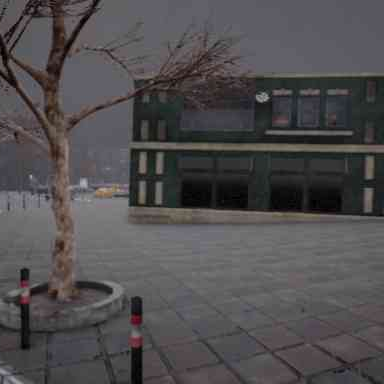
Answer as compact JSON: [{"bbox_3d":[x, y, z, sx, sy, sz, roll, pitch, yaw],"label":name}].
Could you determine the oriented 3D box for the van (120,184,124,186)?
[{"bbox_3d":[-19.008,-1.090,78.246,4.442,1.987,1.878,2,2,17],"label":"van"}]

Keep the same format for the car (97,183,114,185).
[{"bbox_3d":[-20.791,-0.990,73.026,5.566,2.045,2.435,2,2,17],"label":"car"}]

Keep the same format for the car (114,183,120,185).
[{"bbox_3d":[-19.771,-0.799,75.602,5.366,1.575,1.946,2,2,17],"label":"car"}]

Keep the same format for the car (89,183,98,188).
[{"bbox_3d":[-22.422,-0.605,67.767,4.892,1.521,2.231,2,2,17],"label":"car"}]

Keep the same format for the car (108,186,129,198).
[{"bbox_3d":[-10.735,0.251,53.250,2.033,1.411,5.357,2,2,18],"label":"car"}]

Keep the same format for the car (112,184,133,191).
[{"bbox_3d":[-17.506,-1.125,83.555,4.553,1.767,2.185,2,2,17],"label":"car"}]

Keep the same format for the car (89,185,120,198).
[{"bbox_3d":[-13.817,0.086,53.433,1.882,1.535,5.008,2,2,18],"label":"car"}]

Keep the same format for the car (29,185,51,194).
[{"bbox_3d":[-25.675,-0.497,57.219,4.553,1.767,2.185,2,2,17],"label":"car"}]

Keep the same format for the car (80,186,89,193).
[{"bbox_3d":[-23.207,-0.669,65.116,4.553,1.767,2.185,2,2,17],"label":"car"}]

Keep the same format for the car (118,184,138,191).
[{"bbox_3d":[-16.684,-1.187,86.186,4.553,1.767,2.185,2,2,17],"label":"car"}]

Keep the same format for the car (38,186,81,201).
[{"bbox_3d":[-16.775,0.324,42.395,2.128,1.511,4.902,2,2,13],"label":"car"}]
